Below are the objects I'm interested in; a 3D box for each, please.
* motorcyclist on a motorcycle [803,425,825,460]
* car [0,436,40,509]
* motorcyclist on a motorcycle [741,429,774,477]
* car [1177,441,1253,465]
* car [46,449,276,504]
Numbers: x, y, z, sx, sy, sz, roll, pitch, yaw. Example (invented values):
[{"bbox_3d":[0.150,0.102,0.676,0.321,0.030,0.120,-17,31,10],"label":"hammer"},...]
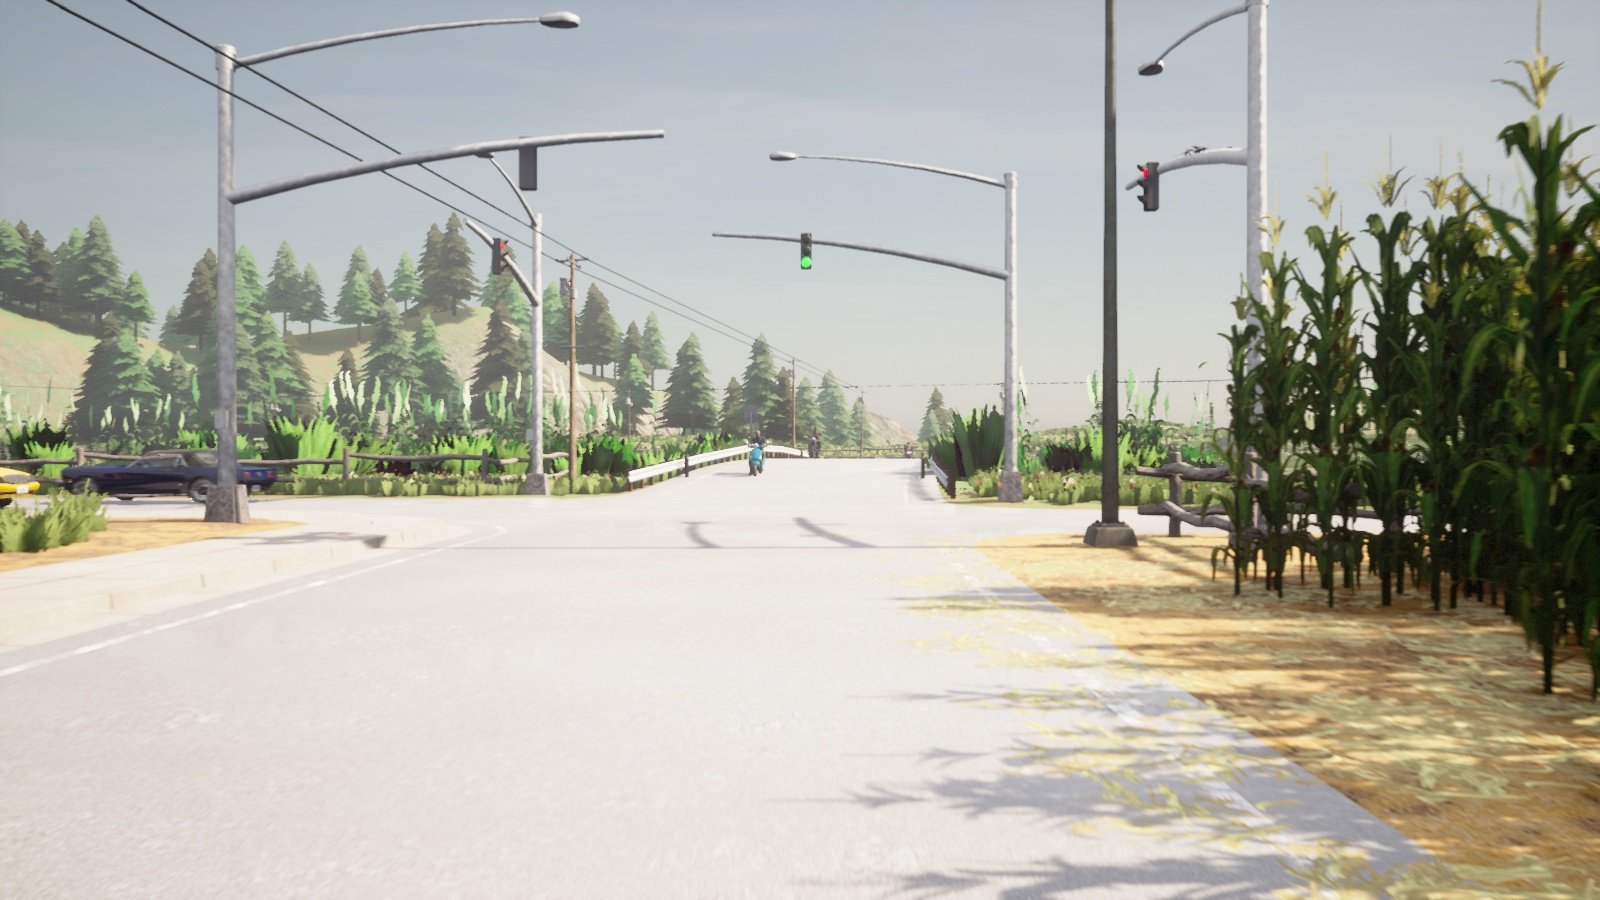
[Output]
[{"bbox_3d":[0.701,-0.358,61.056,0.766,1.649,2.350,0,0,8],"label":"motorcyclist on a motorcycle"},{"bbox_3d":[-19.823,0.480,27.483,5.366,1.575,1.801,0,0,3],"label":"car"},{"bbox_3d":[-1.477,0.093,43.987,0.866,1.590,1.817,0,3,6],"label":"motorcyclist on a motorcycle"},{"bbox_3d":[29.552,0.196,89.509,4.856,1.649,2.033,0,0,6],"label":"car"},{"bbox_3d":[-15.587,0.626,30.774,4.718,1.301,1.895,0,0,3],"label":"car"}]
